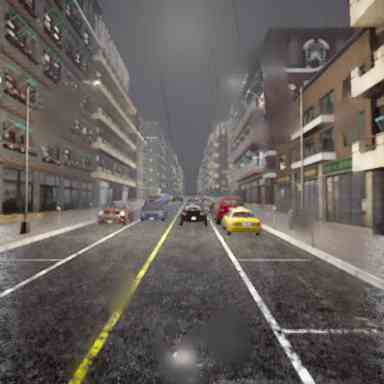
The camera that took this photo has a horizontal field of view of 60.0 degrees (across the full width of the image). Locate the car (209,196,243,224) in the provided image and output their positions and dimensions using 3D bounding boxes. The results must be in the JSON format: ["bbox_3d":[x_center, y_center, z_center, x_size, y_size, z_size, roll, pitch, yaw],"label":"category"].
[{"bbox_3d":[2.597,1.274,23.579,2.192,1.841,5.009,2,0,0],"label":"car"}]

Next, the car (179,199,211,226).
[{"bbox_3d":[0.101,1.484,23.091,1.812,1.442,4.674,0,0,0],"label":"car"}]

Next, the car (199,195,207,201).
[{"bbox_3d":[2.594,1.458,80.396,1.752,1.417,4.829,2,0,0],"label":"car"}]

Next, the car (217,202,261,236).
[{"bbox_3d":[2.590,1.493,18.085,1.752,1.417,4.829,2,0,0],"label":"car"}]

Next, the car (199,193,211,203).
[{"bbox_3d":[2.599,1.243,68.896,2.192,1.841,5.009,2,0,0],"label":"car"}]

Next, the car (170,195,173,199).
[{"bbox_3d":[-5.280,1.244,63.237,2.192,1.841,5.009,2,0,0],"label":"car"}]

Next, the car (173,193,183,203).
[{"bbox_3d":[-2.748,1.148,66.860,2.150,2.045,5.566,0,0,0],"label":"car"}]

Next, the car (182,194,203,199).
[{"bbox_3d":[0.104,1.391,40.188,1.801,1.575,5.366,0,0,0],"label":"car"}]

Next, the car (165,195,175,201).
[{"bbox_3d":[-5.287,1.483,80.232,2.008,1.369,4.403,2,0,0],"label":"car"}]

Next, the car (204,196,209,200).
[{"bbox_3d":[2.591,1.492,34.907,2.008,1.369,4.403,2,0,0],"label":"car"}]

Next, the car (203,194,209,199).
[{"bbox_3d":[2.592,1.457,46.407,1.752,1.417,4.829,2,0,0],"label":"car"}]

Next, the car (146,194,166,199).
[{"bbox_3d":[-5.281,1.247,46.243,2.192,1.841,5.009,2,0,0],"label":"car"}]

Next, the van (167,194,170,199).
[{"bbox_3d":[-5.281,1.271,57.572,1.690,1.788,3.998,2,0,0],"label":"van"}]

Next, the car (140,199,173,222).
[{"bbox_3d":[-2.848,1.502,26.148,2.033,1.411,5.357,0,0,0],"label":"car"}]

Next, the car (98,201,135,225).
[{"bbox_3d":[-5.286,1.399,23.586,1.967,1.590,4.097,2,0,0],"label":"car"}]

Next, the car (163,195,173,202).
[{"bbox_3d":[-5.288,1.495,74.567,1.947,1.339,4.313,2,0,0],"label":"car"}]
